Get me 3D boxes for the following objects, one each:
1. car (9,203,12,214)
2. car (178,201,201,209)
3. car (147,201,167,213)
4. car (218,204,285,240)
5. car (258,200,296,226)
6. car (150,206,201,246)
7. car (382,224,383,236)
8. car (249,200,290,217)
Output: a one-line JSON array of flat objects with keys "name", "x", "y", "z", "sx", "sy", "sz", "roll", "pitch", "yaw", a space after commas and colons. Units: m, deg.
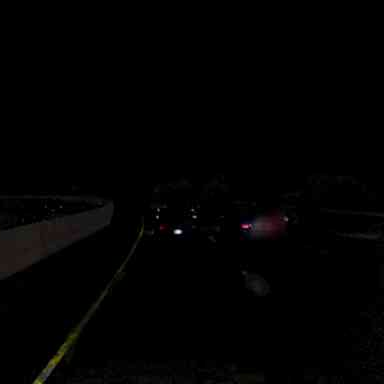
[{"name": "car", "x": -18.133, "y": 1.502, "z": 35.357, "sx": 1.882, "sy": 1.535, "sz": 5.008, "roll": 0, "pitch": 0, "yaw": -12}, {"name": "car", "x": -0.403, "y": 1.599, "z": 37.127, "sx": 1.895, "sy": 1.301, "sz": 4.718, "roll": 0, "pitch": 0, "yaw": -11}, {"name": "car", "x": -3.981, "y": 1.605, "z": 37.120, "sx": 1.895, "sy": 1.301, "sz": 4.718, "roll": 0, "pitch": 0, "yaw": -12}, {"name": "car", "x": 2.661, "y": 1.543, "z": 17.027, "sx": 2.033, "sy": 1.411, "sz": 5.357, "roll": 0, "pitch": 0, "yaw": -6}, {"name": "car", "x": 5.509, "y": 1.517, "z": 22.780, "sx": 1.812, "sy": 1.442, "sz": 4.674, "roll": 0, "pitch": 0, "yaw": -7}, {"name": "car", "x": -0.723, "y": 1.564, "z": 15.275, "sx": 1.994, "sy": 1.385, "sz": 4.181, "roll": 0, "pitch": 0, "yaw": -5}, {"name": "car", "x": 9.934, "y": 1.490, "z": 13.650, "sx": 1.837, "sy": 1.490, "sz": 4.892, "roll": 0, "pitch": 0, "yaw": -4}, {"name": "car", "x": 7.543, "y": 1.535, "z": 32.895, "sx": 2.033, "sy": 1.411, "sz": 5.357, "roll": 0, "pitch": 0, "yaw": -10}]
